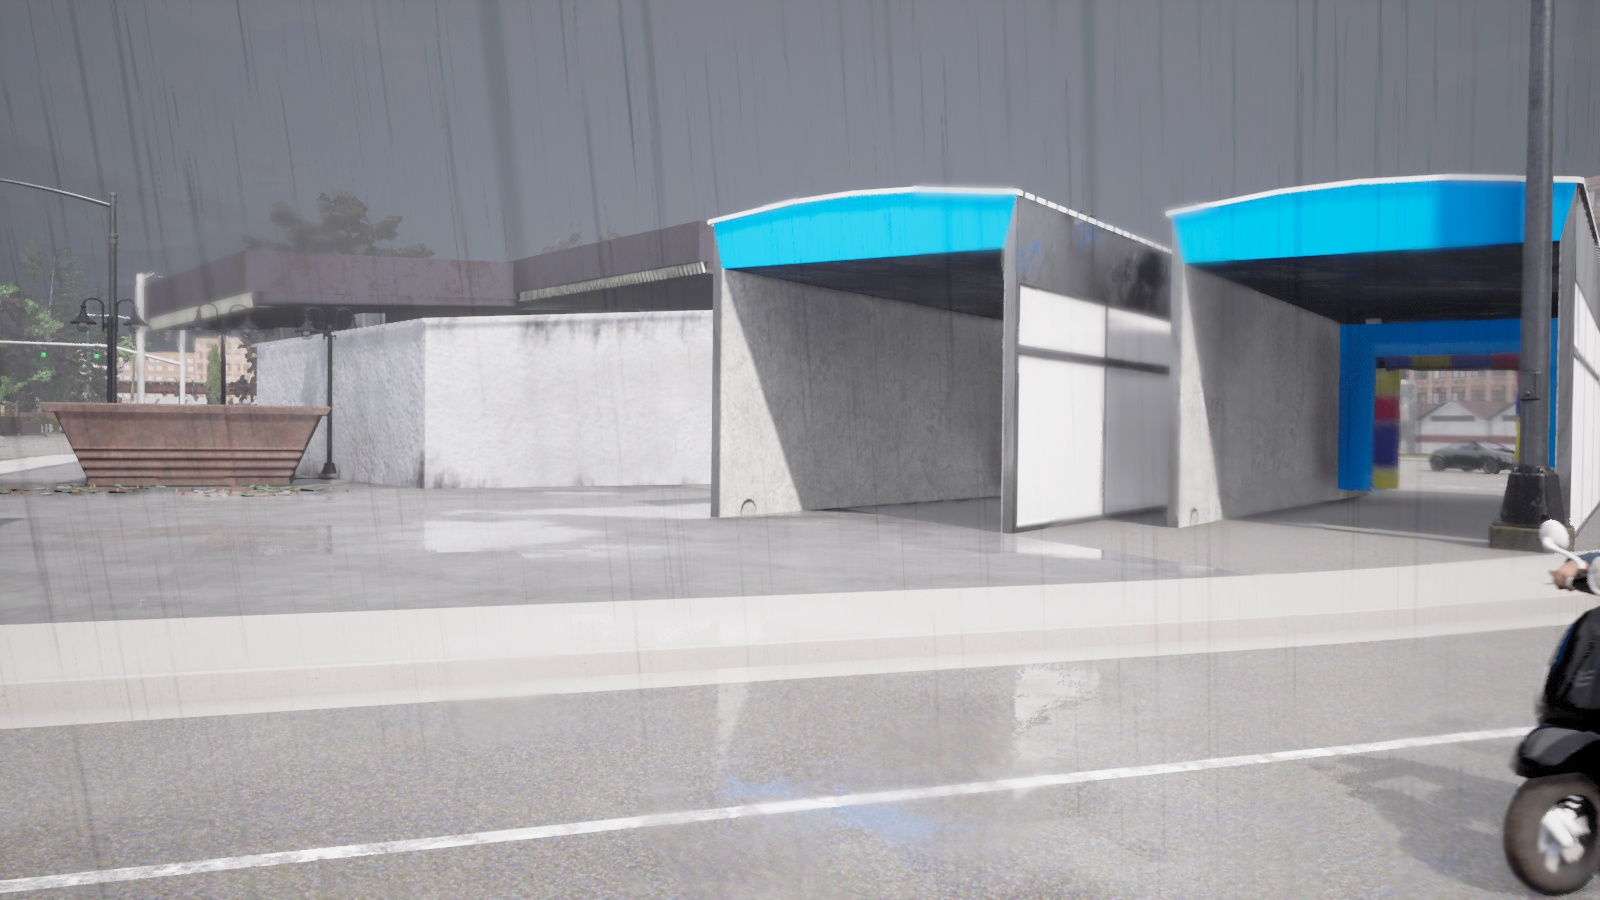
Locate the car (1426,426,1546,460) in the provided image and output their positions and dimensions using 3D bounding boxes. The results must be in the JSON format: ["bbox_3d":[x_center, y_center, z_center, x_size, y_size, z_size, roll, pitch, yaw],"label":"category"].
[{"bbox_3d":[28.965,-0.310,53.169,1.994,1.385,4.181,-1,1,-20],"label":"car"}]

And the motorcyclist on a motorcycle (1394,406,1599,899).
[{"bbox_3d":[3.151,0.645,4.464,1.817,1.590,0.866,-1,1,-22],"label":"motorcyclist on a motorcycle"}]
